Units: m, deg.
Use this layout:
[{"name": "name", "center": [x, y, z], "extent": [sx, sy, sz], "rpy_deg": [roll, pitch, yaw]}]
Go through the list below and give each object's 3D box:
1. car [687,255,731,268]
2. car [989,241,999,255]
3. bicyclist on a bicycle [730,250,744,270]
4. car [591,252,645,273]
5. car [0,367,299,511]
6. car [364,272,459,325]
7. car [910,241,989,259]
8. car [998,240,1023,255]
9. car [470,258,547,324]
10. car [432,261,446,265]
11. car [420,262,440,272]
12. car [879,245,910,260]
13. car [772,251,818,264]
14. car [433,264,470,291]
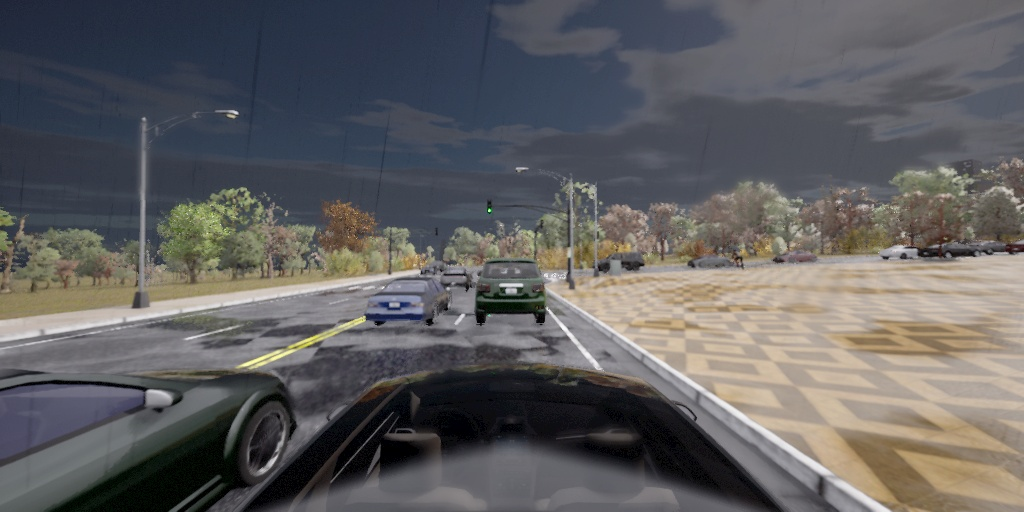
[{"name": "car", "center": [21.451, 0.558, 39.177], "extent": [4.181, 1.385, 1.994], "rpy_deg": [-3, -1, -2]}, {"name": "car", "center": [50.998, -0.856, 38.344], "extent": [4.902, 1.511, 2.128], "rpy_deg": [-2, -1, -7]}, {"name": "bicyclist on a bicycle", "center": [17.573, 0.322, 28.062], "extent": [0.582, 1.620, 1.656], "rpy_deg": [-2, -1, -3]}, {"name": "car", "center": [11.420, 0.670, 38.696], "extent": [5.566, 2.045, 2.150], "rpy_deg": [-3, -1, -3]}, {"name": "car", "center": [-3.176, 1.319, 1.979], "extent": [1.994, 1.385, 4.181], "rpy_deg": [0, -1, -1]}, {"name": "car", "center": [-3.322, 1.439, 12.456], "extent": [2.033, 1.411, 5.357], "rpy_deg": [0, -1, -1]}, {"name": "car", "center": [41.447, -0.494, 34.037], "extent": [5.008, 1.535, 1.882], "rpy_deg": [-3, -1, -5]}, {"name": "car", "center": [51.372, -0.921, 35.116], "extent": [5.008, 1.535, 1.882], "rpy_deg": [-2, -1, -7]}, {"name": "car", "center": [-0.076, 1.113, 12.705], "extent": [2.150, 2.045, 5.566], "rpy_deg": [0, -1, -1]}, {"name": "car", "center": [-13.113, 1.854, 62.681], "extent": [2.150, 2.045, 5.566], "rpy_deg": [0, -1, -6]}, {"name": "car", "center": [-12.223, 2.038, 52.846], "extent": [1.994, 1.385, 4.181], "rpy_deg": [0, -1, -5]}, {"name": "car", "center": [40.803, -0.380, 37.239], "extent": [4.674, 1.442, 1.812], "rpy_deg": [-3, -1, -5]}, {"name": "car", "center": [31.402, 0.112, 39.846], "extent": [4.181, 1.385, 1.994], "rpy_deg": [-3, -1, -5]}, {"name": "car", "center": [-3.697, 1.543, 24.488], "extent": [2.128, 1.511, 4.902], "rpy_deg": [0, -1, -2]}]
